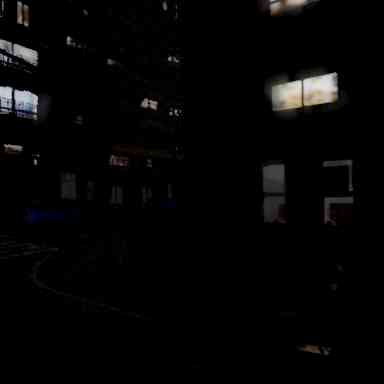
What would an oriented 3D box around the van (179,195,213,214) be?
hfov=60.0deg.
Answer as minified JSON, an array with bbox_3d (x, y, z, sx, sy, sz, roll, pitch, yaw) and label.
[{"bbox_3d":[0.494,1.298,36.074,1.690,1.788,3.998,-1,0,35],"label":"van"}]

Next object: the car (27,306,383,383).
[{"bbox_3d":[0.574,1.570,2.322,4.313,1.339,1.947,0,-1,36],"label":"car"}]

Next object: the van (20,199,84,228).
[{"bbox_3d":[-9.259,1.400,22.246,1.690,1.788,3.998,-1,0,35],"label":"van"}]

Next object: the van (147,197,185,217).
[{"bbox_3d":[-2.757,1.332,31.465,1.690,1.788,3.998,-1,0,35],"label":"van"}]

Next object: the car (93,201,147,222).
[{"bbox_3d":[-6.005,1.607,26.855,1.802,1.307,4.206,-1,0,35],"label":"car"}]
